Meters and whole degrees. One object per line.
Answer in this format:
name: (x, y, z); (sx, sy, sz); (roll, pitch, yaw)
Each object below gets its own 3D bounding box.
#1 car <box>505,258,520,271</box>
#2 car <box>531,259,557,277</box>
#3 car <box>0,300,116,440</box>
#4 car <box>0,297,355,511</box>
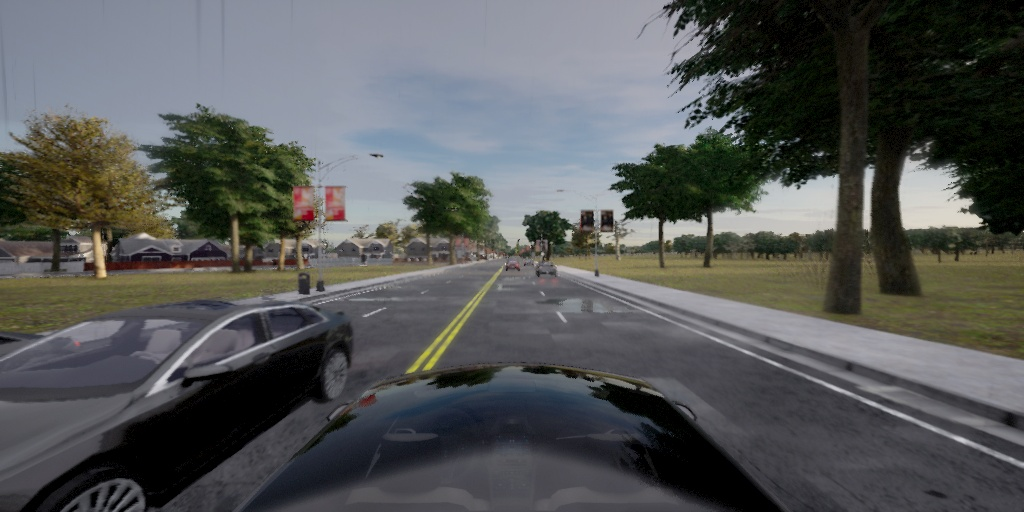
car: (0.104, 1.264, 48.981); (1.812, 1.442, 4.674); (0, 0, 0)
car: (3.255, 1.273, 34.984); (2.128, 1.511, 4.902); (0, 0, 0)
car: (-6.581, 1.314, 2.961); (1.994, 1.385, 4.181); (0, 0, 0)
car: (-3.329, 1.242, 3.559); (2.128, 1.511, 4.902); (0, 0, 0)
